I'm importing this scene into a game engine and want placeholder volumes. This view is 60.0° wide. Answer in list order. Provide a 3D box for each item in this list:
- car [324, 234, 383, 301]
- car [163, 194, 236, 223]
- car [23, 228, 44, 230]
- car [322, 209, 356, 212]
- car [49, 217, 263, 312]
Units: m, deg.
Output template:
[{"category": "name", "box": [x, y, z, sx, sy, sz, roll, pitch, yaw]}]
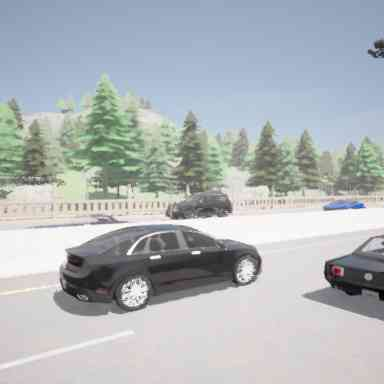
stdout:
[{"category": "car", "box": [5.072, 1.587, 7.363, 4.718, 1.301, 1.895, 0, 0, -35]}, {"category": "car", "box": [0.666, 1.194, 25.959, 5.566, 2.045, 2.150, 0, 0, -35]}, {"category": "car", "box": [-4.441, 1.592, 13.721, 4.718, 1.301, 1.895, 0, 0, -35]}, {"category": "car", "box": [14.344, 1.427, 31.390, 5.008, 1.535, 1.882, 0, 0, -35]}, {"category": "car", "box": [-0.453, 1.498, 7.722, 4.892, 1.490, 1.837, 0, 0, -35]}]
